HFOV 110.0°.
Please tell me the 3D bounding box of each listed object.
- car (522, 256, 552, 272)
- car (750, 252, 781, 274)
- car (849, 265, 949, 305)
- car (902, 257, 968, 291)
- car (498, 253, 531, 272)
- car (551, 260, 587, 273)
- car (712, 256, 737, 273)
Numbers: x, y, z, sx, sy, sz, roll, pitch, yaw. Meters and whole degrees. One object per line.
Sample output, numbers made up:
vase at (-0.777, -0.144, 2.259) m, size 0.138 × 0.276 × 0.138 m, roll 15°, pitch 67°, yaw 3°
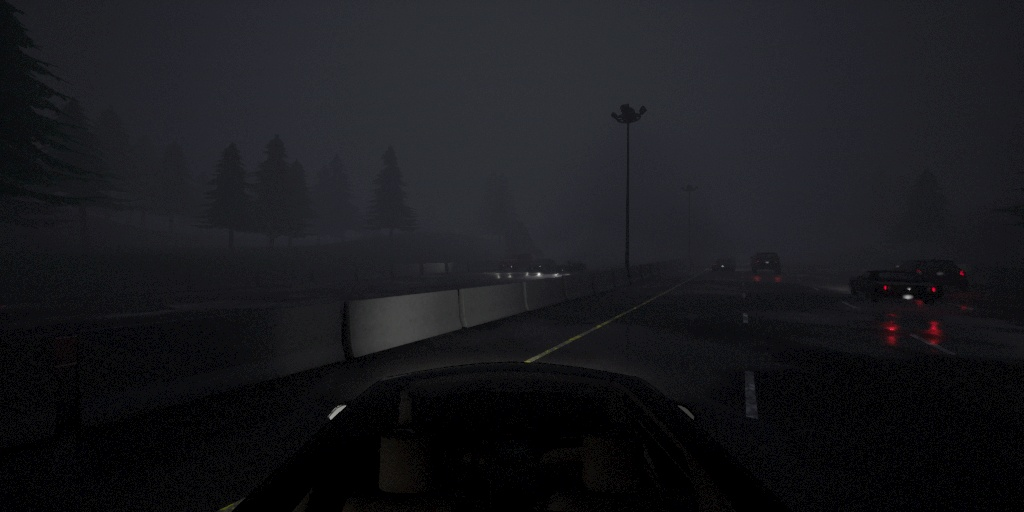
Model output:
car at (3.505, 1.043, 41.008) m, size 1.837 × 1.490 × 4.892 m, roll 0°, pitch 1°, yaw 33°
car at (24.462, 0.627, 34.613) m, size 2.150 × 2.045 × 5.566 m, roll 0°, pitch 1°, yaw 32°
car at (16.586, 1.275, 15.800) m, size 1.895 × 1.301 × 4.718 m, roll 0°, pitch 1°, yaw 33°
car at (24.015, 0.940, 20.919) m, size 2.097 × 1.767 × 4.553 m, roll 0°, pitch 1°, yaw 33°
car at (0.540, 0.704, 42.867) m, size 2.150 × 2.045 × 5.566 m, roll 0°, pitch 1°, yaw 33°
car at (6.438, 1.147, 39.098) m, size 1.895 × 1.301 × 4.718 m, roll 0°, pitch 1°, yaw 33°
car at (21.887, 0.955, 37.087) m, size 1.994 × 1.385 × 4.181 m, roll 0°, pitch 1°, yaw 33°
